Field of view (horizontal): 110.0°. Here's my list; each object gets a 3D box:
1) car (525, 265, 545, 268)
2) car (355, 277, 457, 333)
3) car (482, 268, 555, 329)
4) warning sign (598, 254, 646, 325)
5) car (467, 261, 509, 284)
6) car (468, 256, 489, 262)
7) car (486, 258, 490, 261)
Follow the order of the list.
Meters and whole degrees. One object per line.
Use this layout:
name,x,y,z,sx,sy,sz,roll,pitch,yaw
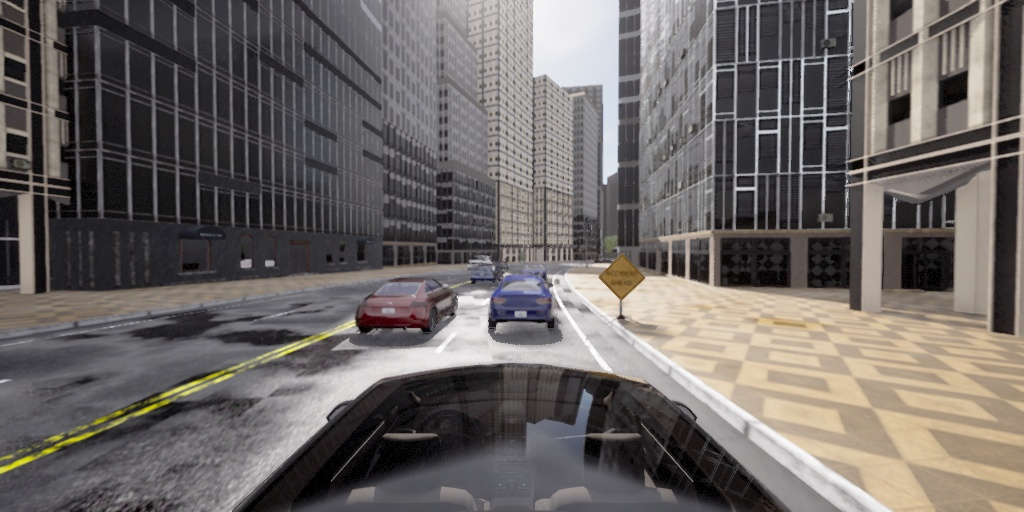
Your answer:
car,1.902,1.367,29.546,1.895,1.301,4.718,0,0,7
car,-2.936,1.312,10.787,1.994,1.385,4.181,0,0,3
car,0.335,1.277,11.218,1.812,1.442,4.674,0,0,3
warning sign,3.016,0.869,9.979,1.300,1.860,1.060,0,0,2
car,-1.736,1.302,26.614,2.033,1.411,5.357,0,0,7
car,-4.587,0.986,50.759,2.150,2.045,5.566,0,0,12
car,-1.732,1.337,48.491,1.994,1.385,4.181,0,0,12
